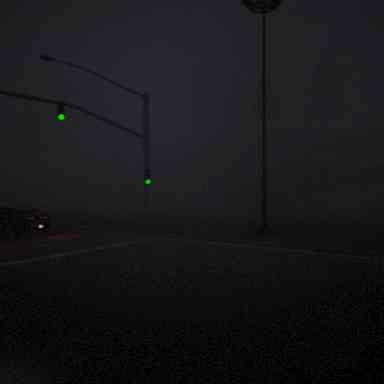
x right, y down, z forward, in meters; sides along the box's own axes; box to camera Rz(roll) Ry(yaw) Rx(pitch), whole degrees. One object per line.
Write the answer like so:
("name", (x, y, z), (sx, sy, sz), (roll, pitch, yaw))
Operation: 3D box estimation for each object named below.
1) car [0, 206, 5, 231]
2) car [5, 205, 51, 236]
("car", (-11.148, 1.201, 14.774), (5.566, 2.045, 2.150), (0, 0, 29))
("car", (-9.769, 1.478, 17.977), (4.892, 1.490, 1.837), (0, 0, 29))
